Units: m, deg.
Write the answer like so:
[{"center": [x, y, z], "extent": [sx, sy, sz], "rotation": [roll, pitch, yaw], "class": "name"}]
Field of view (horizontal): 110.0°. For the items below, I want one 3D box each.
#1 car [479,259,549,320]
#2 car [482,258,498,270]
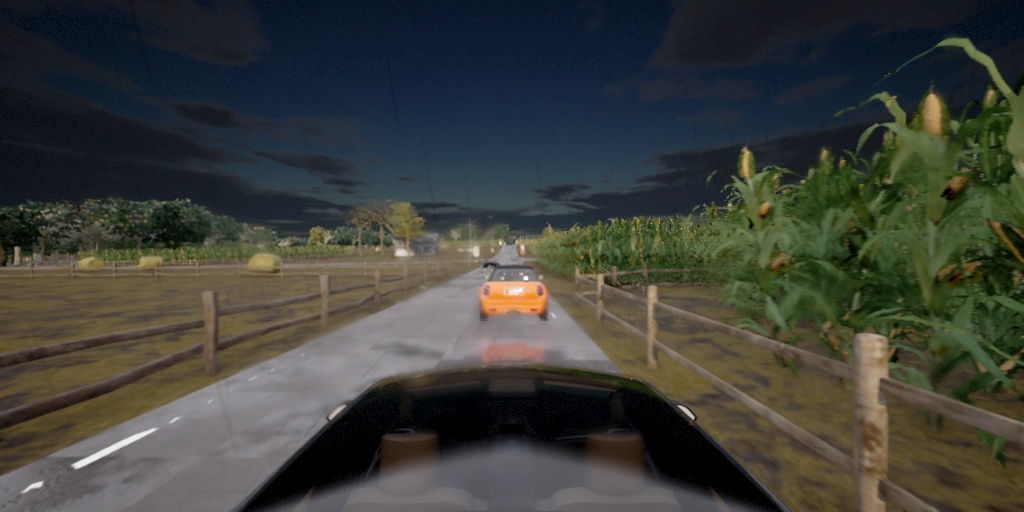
[{"center": [0.068, 1.060, 12.533], "extent": [2.097, 1.767, 4.553], "rotation": [0, 0, 0], "class": "car"}, {"center": [-2.847, 1.011, 47.543], "extent": [1.895, 1.301, 4.718], "rotation": [0, 1, 0], "class": "car"}]
